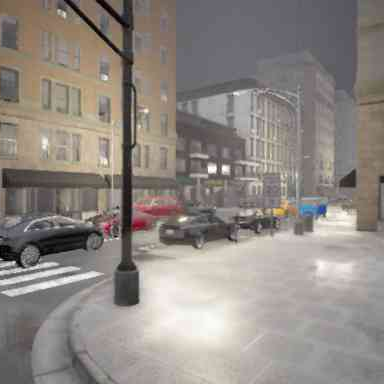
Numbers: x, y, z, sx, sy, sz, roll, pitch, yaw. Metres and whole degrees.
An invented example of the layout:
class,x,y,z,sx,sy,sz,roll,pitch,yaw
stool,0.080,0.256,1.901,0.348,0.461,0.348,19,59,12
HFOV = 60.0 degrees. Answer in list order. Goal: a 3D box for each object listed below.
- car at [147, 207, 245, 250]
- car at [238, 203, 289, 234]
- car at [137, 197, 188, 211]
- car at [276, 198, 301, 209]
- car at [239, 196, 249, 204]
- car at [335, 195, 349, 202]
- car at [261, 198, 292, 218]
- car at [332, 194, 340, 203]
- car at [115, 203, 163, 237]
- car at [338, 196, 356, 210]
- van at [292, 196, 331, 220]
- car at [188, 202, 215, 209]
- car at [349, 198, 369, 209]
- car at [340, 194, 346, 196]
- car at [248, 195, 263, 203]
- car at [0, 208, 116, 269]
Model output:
class,x,y,z,sx,sy,sz,roll,pitch,yaw
car,0.348,1.585,14.548,1.947,1.339,4.313,0,0,36
car,3.655,1.571,19.144,2.008,1.369,4.403,0,0,36
car,-2.858,1.296,23.830,2.192,1.841,5.009,0,0,36
car,13.677,1.536,46.810,2.008,1.369,4.403,0,0,36
car,7.064,1.298,37.618,2.192,1.841,5.009,0,0,36
car,33.519,1.434,74.384,1.967,1.590,4.097,0,0,36
car,8.319,1.487,29.982,1.882,1.535,5.008,0,0,36
car,26.904,1.557,65.193,1.947,1.339,4.313,0,0,36
car,-3.864,1.555,18.085,1.994,1.385,4.181,0,0,36
car,20.289,1.550,42.260,1.752,1.417,4.829,0,0,36
van,10.270,1.363,28.335,1.690,1.788,3.998,0,0,36
car,0.449,1.547,28.427,1.947,1.339,4.313,0,0,36
car,23.497,1.608,46.718,1.802,1.307,4.206,0,0,36
car,30.213,1.307,69.788,2.192,1.841,5.009,0,0,36
car,8.112,1.347,34.712,2.097,1.767,4.553,0,0,36
car,-5.015,1.497,11.323,2.128,1.511,4.902,0,0,22
